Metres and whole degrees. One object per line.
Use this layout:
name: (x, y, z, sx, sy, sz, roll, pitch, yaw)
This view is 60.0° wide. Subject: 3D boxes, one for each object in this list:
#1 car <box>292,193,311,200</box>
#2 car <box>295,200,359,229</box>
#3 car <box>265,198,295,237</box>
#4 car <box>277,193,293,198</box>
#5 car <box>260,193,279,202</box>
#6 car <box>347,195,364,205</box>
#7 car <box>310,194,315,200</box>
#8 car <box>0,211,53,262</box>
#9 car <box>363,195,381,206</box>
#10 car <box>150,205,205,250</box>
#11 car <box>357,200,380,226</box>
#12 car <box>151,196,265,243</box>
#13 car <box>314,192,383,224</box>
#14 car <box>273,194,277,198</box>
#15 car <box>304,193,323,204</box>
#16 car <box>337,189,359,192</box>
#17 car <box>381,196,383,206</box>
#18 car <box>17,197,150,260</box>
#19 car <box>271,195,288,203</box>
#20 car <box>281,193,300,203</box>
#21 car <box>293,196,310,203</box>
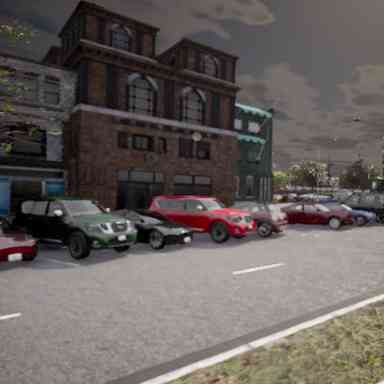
car: (17.828, 1.128, 51.441, 2.231, 1.521, 4.892, 0, -1, 35)
car: (7.648, 1.464, 21.378, 5.008, 1.535, 2.097, -1, -1, 35)
car: (2.753, 1.338, 17.877, 4.553, 1.767, 2.185, -1, -1, 35)
car: (16.130, 1.002, 53.855, 2.185, 1.767, 4.553, 0, -1, 35)
car: (18.744, 1.390, 79.866, 2.435, 2.045, 5.566, 1, -2, 35)
car: (30.818, 1.513, 62.512, 2.185, 1.767, 4.553, 1, -2, 35)
car: (19.513, 1.167, 49.011, 2.002, 1.452, 4.674, 1, 0, 35)
car: (-7.045, 1.494, 10.917, 4.792, 1.488, 2.163, -1, -1, 35)
car: (32.496, 1.509, 59.979, 2.185, 1.767, 4.553, 1, -2, 35)
car: (-2.147, 1.494, 14.404, 4.792, 1.488, 2.163, -1, -1, 35)
car: (10.122, 1.500, 23.120, 4.674, 1.452, 2.002, -1, -1, 35)
car: (0.303, 1.213, 16.151, 5.566, 2.045, 2.435, -1, -1, 35)
car: (12.558, 1.201, 24.872, 5.566, 2.045, 2.435, -1, 0, 35)
car: (14.566, 1.129, 56.466, 1.946, 1.575, 5.366, 0, -1, 35)
car: (25.630, 1.387, 69.923, 2.435, 2.045, 5.566, 1, -2, 35)
car: (21.192, 0.874, 46.554, 2.435, 2.045, 5.566, 1, 0, 35)
car: (34.237, 1.637, 57.517, 2.231, 1.521, 4.892, 1, -2, 35)
car: (-4.598, 1.213, 12.666, 5.566, 2.045, 2.435, -1, -1, 35)
car: (20.461, 1.643, 77.398, 2.231, 1.521, 4.892, 1, -2, 35)
car: (22.224, 1.391, 74.944, 2.435, 2.045, 5.566, 1, -2, 35)
car: (23.898, 1.669, 72.401, 2.163, 1.488, 4.792, 1, -2, 35)
